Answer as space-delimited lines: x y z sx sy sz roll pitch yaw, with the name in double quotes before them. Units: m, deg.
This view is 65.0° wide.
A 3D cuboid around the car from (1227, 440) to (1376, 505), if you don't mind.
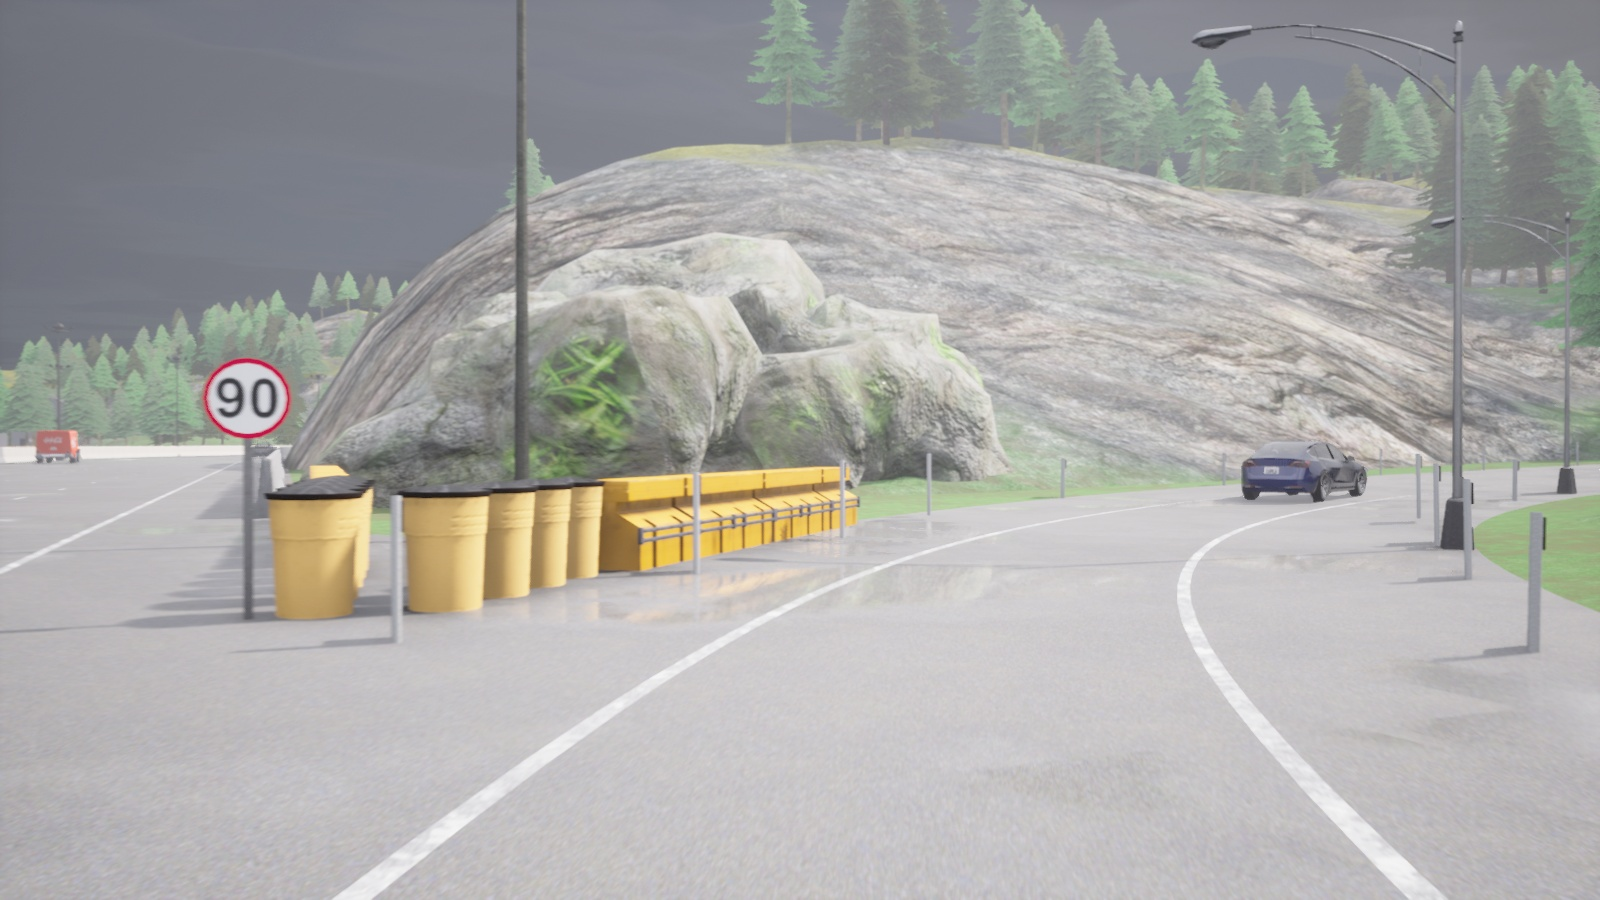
"car" 12.981 0.515 32.339 2.163 1.488 4.792 0 1 40
